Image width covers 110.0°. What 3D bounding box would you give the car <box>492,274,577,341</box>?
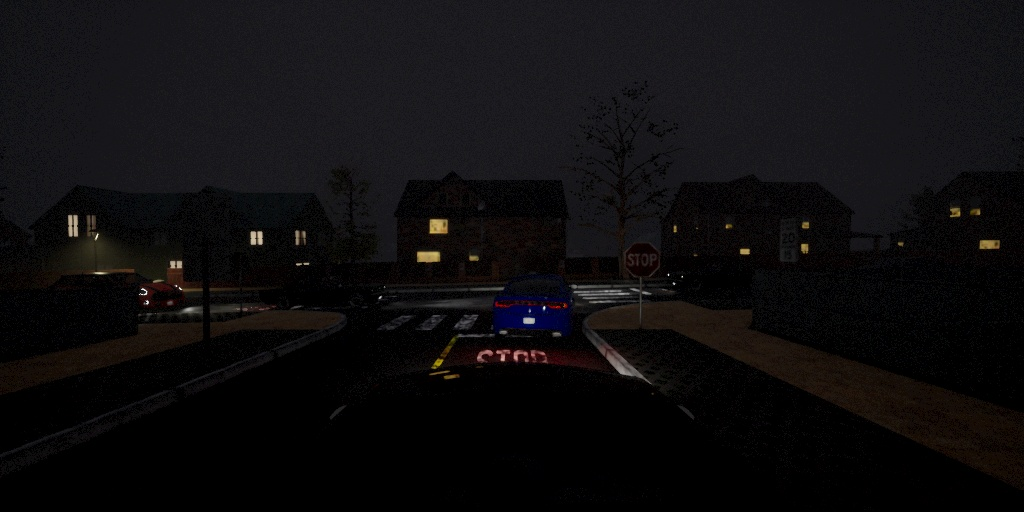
[{"bbox_3d":[0.781,1.226,10.061,1.882,1.535,5.008,0,0,10],"label":"car"}]

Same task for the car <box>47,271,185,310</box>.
[{"bbox_3d":[-16.807,1.471,15.251,4.553,1.767,2.097,-1,1,0],"label":"car"}]

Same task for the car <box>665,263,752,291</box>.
[{"bbox_3d":[10.401,1.034,18.201,4.718,1.301,1.895,-1,1,-1],"label":"car"}]

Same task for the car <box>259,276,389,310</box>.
[{"bbox_3d":[-7.819,1.506,15.264,4.718,1.301,1.895,-1,1,0],"label":"car"}]

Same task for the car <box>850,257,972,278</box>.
[{"bbox_3d":[20.046,0.753,18.243,5.357,1.411,2.033,-1,1,0],"label":"car"}]
